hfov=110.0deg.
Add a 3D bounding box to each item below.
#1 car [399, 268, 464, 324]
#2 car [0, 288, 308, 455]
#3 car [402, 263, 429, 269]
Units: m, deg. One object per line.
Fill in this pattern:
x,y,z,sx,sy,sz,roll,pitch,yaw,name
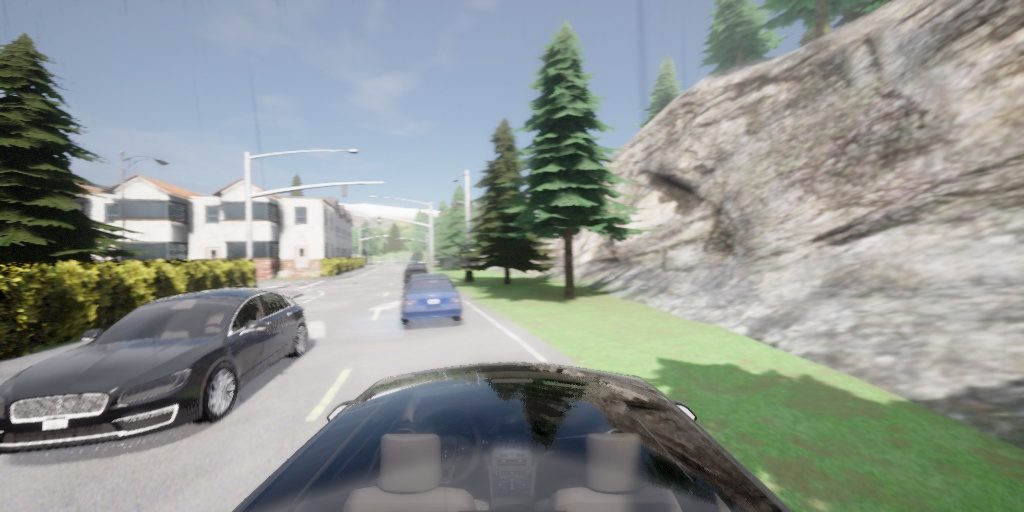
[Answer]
-2.847,1.315,12.346,2.033,1.411,5.357,-1,0,-16,car
-4.889,1.351,5.776,1.837,1.490,4.892,-1,0,-13,car
-7.540,1.310,28.244,1.837,1.490,4.892,-1,1,-17,car
